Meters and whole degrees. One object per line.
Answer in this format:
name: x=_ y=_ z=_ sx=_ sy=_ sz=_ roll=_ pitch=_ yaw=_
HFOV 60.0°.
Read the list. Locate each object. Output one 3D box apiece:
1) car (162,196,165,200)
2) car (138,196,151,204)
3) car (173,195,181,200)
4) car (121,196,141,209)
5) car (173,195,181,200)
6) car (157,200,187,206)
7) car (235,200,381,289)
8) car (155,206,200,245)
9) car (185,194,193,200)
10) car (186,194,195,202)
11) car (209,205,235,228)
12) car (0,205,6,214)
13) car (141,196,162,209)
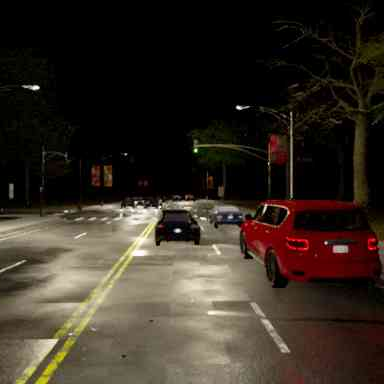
car: x=-5.892 y=1.602 z=55.259 sx=1.895 sy=1.301 sz=4.718 roll=0 pitch=0 yaw=-2
car: x=-9.615 y=1.559 z=67.686 sx=2.033 sy=1.411 sz=5.357 roll=0 pitch=0 yaw=-2
car: x=-3.503 y=1.613 z=76.778 sx=1.895 sy=1.301 sz=4.718 roll=0 pitch=0 yaw=-3
car: x=-8.766 y=1.503 z=46.543 sx=1.837 sy=1.490 sz=4.892 roll=0 pitch=0 yaw=-3
car: x=-3.945 y=1.461 z=86.738 sx=1.994 sy=1.385 sz=4.181 roll=0 pitch=0 yaw=-3
car: x=-1.600 y=1.596 z=26.676 sx=1.895 sy=1.301 sz=4.718 roll=0 pitch=0 yaw=-8
car: x=2.842 y=1.220 z=9.306 sx=2.150 sy=2.045 sz=5.566 roll=0 pitch=0 yaw=-3
car: x=-0.688 y=1.559 z=15.651 sx=1.994 sy=1.385 sz=4.181 roll=0 pitch=0 yaw=-3
car: x=-0.698 y=1.385 z=86.881 sx=1.882 sy=1.535 sz=5.008 roll=0 pitch=0 yaw=-3
car: x=-0.255 y=1.570 z=76.892 sx=1.994 sy=1.385 sz=4.181 roll=0 pitch=0 yaw=-3
car: x=2.201 y=1.542 z=22.226 sx=2.033 sy=1.411 sz=5.357 roll=0 pitch=0 yaw=-2
car: x=-20.371 y=1.480 z=31.517 sx=4.892 sy=1.490 sz=1.837 roll=0 pitch=0 yaw=-4
car: x=-5.484 y=1.502 z=45.904 sx=1.837 sy=1.490 sz=4.892 roll=0 pitch=0 yaw=-2
